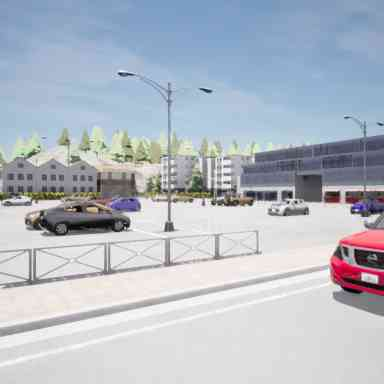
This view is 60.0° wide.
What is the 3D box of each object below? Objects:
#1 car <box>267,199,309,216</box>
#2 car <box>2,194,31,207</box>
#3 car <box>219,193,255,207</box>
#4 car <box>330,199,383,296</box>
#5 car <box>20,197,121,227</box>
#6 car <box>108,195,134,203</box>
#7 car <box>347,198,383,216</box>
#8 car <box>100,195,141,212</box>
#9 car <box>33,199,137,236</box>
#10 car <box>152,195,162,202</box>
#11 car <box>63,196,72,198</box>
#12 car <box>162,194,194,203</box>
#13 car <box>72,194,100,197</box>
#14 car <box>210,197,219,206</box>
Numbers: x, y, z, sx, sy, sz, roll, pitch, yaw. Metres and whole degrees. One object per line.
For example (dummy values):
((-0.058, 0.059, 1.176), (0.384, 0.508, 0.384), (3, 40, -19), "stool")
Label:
((8.618, 1.384, 29.761), (3.806, 1.475, 1.970), (0, 0, -33), "car")
((-25.655, 1.361, 48.719), (3.806, 1.475, 1.970), (0, 0, -33), "car")
((6.608, 1.097, 46.982), (4.605, 1.855, 1.932), (0, 0, -33), "car")
((5.569, 1.203, 7.610), (5.566, 2.045, 2.150), (-1, -1, -33), "car")
((-7.204, 1.330, 19.855), (5.027, 1.636, 2.152), (0, 0, -33), "car")
((-13.811, 1.298, 64.541), (4.514, 1.523, 2.007), (0, 0, -33), "car")
((16.477, 1.374, 31.235), (3.633, 1.501, 1.845), (0, 0, -33), "car")
((-7.097, 1.320, 33.969), (3.633, 1.501, 1.845), (0, 0, -33), "car")
((-5.474, 1.340, 17.238), (4.514, 1.523, 2.007), (0, 0, -33), "car")
((-5.898, 1.232, 65.239), (3.806, 1.475, 1.970), (0, 0, -33), "car")
((-18.524, 1.097, 53.307), (4.605, 1.855, 1.932), (0, 0, -33), "car")
((-2.176, 1.153, 60.001), (5.027, 1.636, 2.152), (0, 0, -33), "car")
((-12.431, 1.298, 42.420), (4.514, 1.523, 2.007), (0, 0, -33), "car")
((4.698, 1.077, 49.211), (3.866, 1.878, 1.905), (0, 0, -33), "car")
